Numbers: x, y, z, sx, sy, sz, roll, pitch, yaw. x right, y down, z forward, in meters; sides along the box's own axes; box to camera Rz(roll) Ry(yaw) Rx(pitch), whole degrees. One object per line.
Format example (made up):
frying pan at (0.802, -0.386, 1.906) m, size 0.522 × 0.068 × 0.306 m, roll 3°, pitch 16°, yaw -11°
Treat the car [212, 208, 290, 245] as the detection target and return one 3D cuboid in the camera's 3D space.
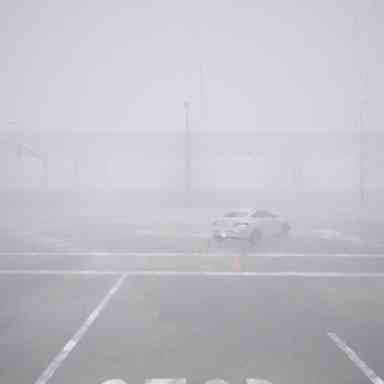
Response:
car at (2.693, 1.422, 14.927) m, size 1.812 × 1.442 × 4.674 m, roll -1°, pitch -1°, yaw 38°
